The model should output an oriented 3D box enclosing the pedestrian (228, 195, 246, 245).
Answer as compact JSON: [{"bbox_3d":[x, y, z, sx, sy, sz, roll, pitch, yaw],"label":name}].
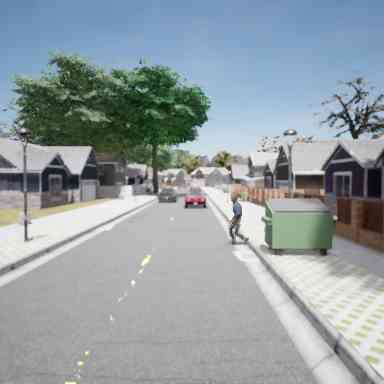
[{"bbox_3d":[1.558,0.916,11.628,0.375,1.860,0.375,-1,2,-10],"label":"pedestrian"}]

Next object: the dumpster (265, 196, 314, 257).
[{"bbox_3d":[3.105,1.043,10.883,1.020,1.700,1.940,0,2,0],"label":"dumpster"}]

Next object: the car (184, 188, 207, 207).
[{"bbox_3d":[0.324,0.623,30.028,1.895,1.301,4.718,0,2,1],"label":"car"}]

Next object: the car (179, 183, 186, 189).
[{"bbox_3d":[-2.129,-1.306,76.268,1.812,1.442,4.674,0,2,0],"label":"car"}]

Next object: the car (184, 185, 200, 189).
[{"bbox_3d":[0.452,-0.025,46.255,2.128,1.511,4.902,0,2,1],"label":"car"}]

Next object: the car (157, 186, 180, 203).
[{"bbox_3d":[-2.550,0.341,35.643,1.837,1.490,4.892,0,2,1],"label":"car"}]
